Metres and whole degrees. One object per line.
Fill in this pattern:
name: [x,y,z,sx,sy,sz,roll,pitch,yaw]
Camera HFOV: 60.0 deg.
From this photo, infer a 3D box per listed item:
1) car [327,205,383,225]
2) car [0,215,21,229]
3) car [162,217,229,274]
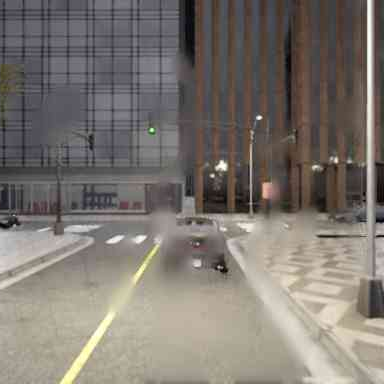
car: [12.804,1.641,24.205,5.357,1.411,2.033,0,0,0]
car: [-13.830,1.737,21.034,5.357,1.411,2.033,0,0,1]
car: [0.098,1.572,10.770,1.837,1.490,4.892,0,0,0]
